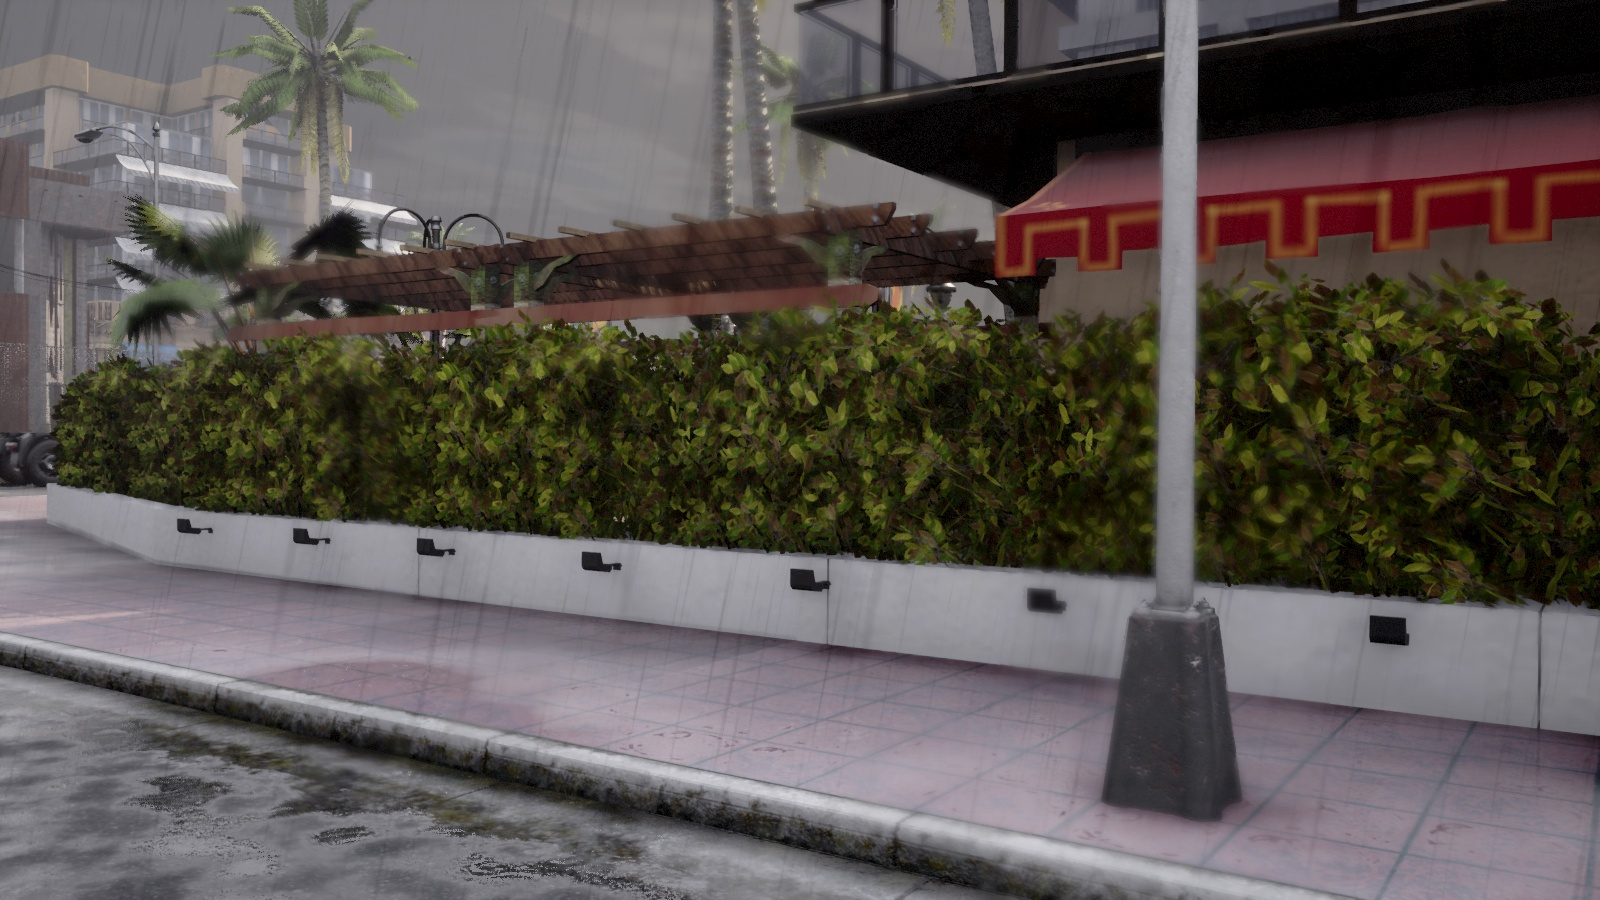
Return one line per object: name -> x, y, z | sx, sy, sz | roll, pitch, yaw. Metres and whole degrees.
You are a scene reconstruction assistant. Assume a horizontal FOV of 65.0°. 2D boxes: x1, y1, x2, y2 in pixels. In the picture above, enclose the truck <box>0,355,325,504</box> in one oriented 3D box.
truck -> -17.037, -0.548, 33.084 | 2.891, 3.462, 7.936 | 0, 1, 43
